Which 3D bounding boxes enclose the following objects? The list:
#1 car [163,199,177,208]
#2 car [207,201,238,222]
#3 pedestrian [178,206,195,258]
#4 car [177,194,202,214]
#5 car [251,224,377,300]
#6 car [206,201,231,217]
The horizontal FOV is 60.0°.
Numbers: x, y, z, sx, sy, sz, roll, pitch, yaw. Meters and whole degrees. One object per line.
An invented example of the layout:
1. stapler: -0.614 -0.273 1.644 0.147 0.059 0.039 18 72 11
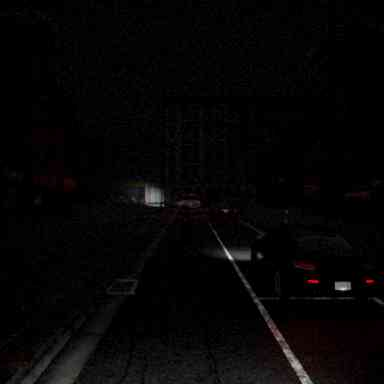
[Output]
1. car: -2.321 1.610 48.583 1.895 1.301 4.718 1 0 -34
2. car: 2.495 1.451 26.376 1.967 1.590 4.097 0 0 0
3. pedestrian: -0.184 1.296 11.121 0.375 1.860 0.375 0 -1 0
4. car: -0.114 1.240 35.878 2.150 2.045 5.566 0 0 0
5. car: 2.705 1.528 8.293 1.812 1.442 4.674 0 0 0
6. car: 2.462 1.566 31.880 2.008 1.369 4.403 0 0 0
